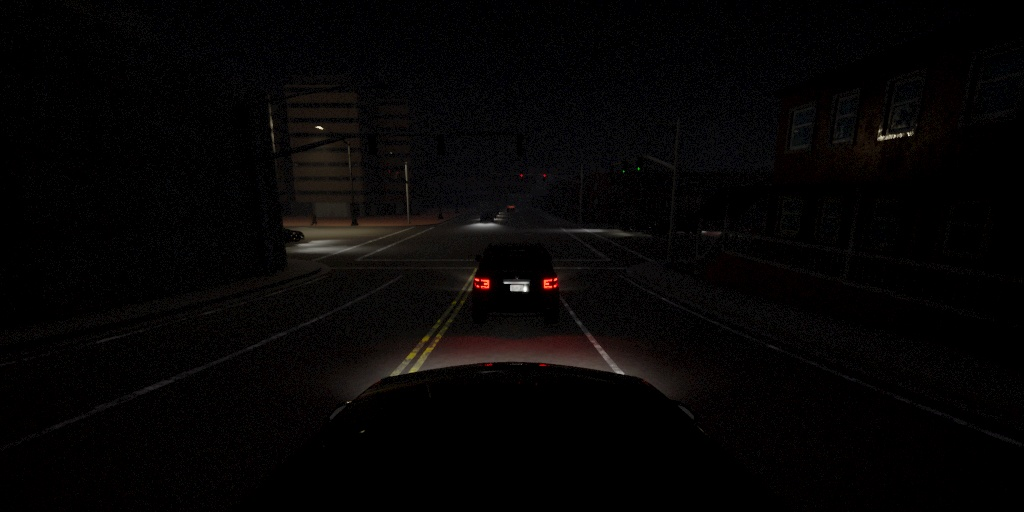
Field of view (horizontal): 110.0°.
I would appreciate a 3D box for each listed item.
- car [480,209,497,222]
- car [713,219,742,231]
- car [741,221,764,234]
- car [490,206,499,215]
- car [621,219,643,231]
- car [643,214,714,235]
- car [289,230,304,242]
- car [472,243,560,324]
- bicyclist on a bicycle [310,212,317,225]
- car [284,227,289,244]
[{"bbox_3d":[-3.719,-5.873,54.088,1.895,1.301,4.718,0,10,0],"label":"car"},{"bbox_3d":[23.838,-3.558,40.117,4.674,1.442,1.812,0,10,0],"label":"car"},{"bbox_3d":[26.677,-2.967,36.668,4.674,1.442,1.812,0,10,0],"label":"car"},{"bbox_3d":[-3.715,-7.440,62.835,1.812,1.442,4.674,0,10,0],"label":"car"},{"bbox_3d":[14.759,-3.490,40.159,4.718,1.301,1.895,0,10,0],"label":"car"},{"bbox_3d":[16.882,-3.273,36.632,5.566,2.045,2.150,0,10,0],"label":"car"},{"bbox_3d":[-19.821,-1.800,29.597,4.892,1.490,1.837,0,10,0],"label":"car"},{"bbox_3d":[0.064,0.603,10.709,2.150,2.045,5.566,0,4,-1],"label":"car"},{"bbox_3d":[-25.371,-4.777,45.824,0.582,1.620,1.656,0,10,0],"label":"bicyclist on a bicycle"},{"bbox_3d":[-19.603,-1.227,26.153,4.902,1.511,2.128,0,10,0],"label":"car"}]
